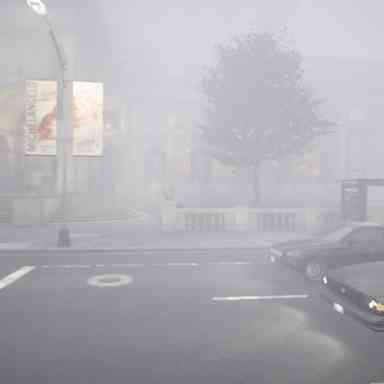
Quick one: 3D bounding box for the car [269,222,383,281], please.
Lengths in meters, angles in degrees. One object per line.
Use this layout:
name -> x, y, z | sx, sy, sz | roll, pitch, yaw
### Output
car -> 4.542, 1.591, 9.420 | 4.674, 1.442, 1.812 | 0, 0, -6

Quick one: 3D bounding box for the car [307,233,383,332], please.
car -> 5.143, 1.601, 5.965 | 5.357, 1.411, 2.033 | 0, 0, -6
